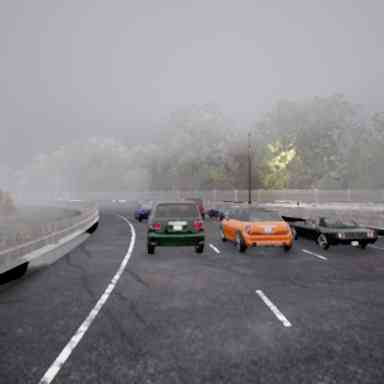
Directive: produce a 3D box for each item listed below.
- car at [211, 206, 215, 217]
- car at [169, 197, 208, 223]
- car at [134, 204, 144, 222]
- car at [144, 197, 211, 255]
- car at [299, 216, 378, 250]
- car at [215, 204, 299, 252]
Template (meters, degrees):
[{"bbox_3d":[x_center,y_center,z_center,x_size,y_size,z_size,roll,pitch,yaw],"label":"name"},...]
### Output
[{"bbox_3d":[2.906,1.843,31.013,2.033,1.411,5.357,0,-1,-16],"label":"car"},{"bbox_3d":[-0.478,1.507,30.121,2.150,2.045,5.566,0,0,-16],"label":"car"},{"bbox_3d":[-3.979,1.766,29.615,1.882,1.535,5.008,0,0,-16],"label":"car"},{"bbox_3d":[-0.835,1.355,14.239,2.150,2.045,5.566,0,0,-7],"label":"car"},{"bbox_3d":[6.095,1.743,15.212,1.895,1.301,4.718,0,-1,-7],"label":"car"},{"bbox_3d":[2.625,1.490,14.751,2.097,1.767,4.553,0,-1,-7],"label":"car"}]
